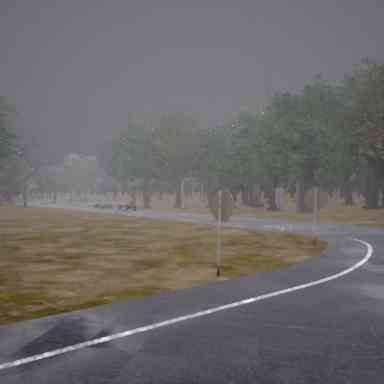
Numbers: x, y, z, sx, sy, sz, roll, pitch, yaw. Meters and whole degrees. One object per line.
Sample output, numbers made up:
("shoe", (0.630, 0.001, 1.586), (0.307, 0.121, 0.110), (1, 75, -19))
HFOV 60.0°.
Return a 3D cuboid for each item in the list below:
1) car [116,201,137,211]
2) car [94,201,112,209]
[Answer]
("car", (-10.195, 2.126, 51.508), (1.837, 1.490, 4.892), (2, -2, -34))
("car", (-16.093, 2.338, 60.017), (2.033, 1.411, 5.357), (2, -2, -35))
